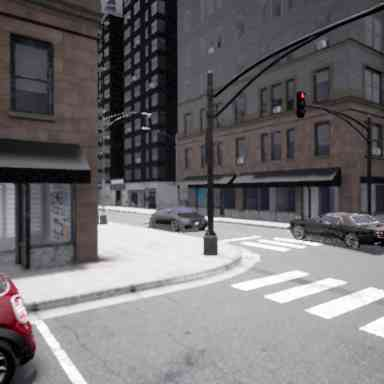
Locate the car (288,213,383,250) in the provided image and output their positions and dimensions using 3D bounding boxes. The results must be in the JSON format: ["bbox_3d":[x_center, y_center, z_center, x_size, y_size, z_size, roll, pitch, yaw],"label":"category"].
[{"bbox_3d":[6.319,1.551,14.247,1.895,1.301,4.718,0,0,-24],"label":"car"}]

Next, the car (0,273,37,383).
[{"bbox_3d":[-3.940,1.447,3.367,4.097,1.590,1.967,0,0,-36],"label":"car"}]

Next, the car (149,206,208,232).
[{"bbox_3d":[-0.884,1.555,20.021,1.994,1.385,4.181,0,0,-36],"label":"car"}]
